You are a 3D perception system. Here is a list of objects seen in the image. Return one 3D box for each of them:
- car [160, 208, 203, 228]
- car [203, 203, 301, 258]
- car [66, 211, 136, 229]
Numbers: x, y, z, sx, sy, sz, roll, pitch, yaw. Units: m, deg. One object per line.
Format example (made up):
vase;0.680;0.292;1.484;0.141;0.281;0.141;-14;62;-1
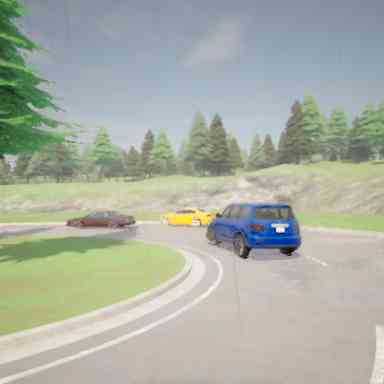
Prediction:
car;-0.341;2.043;27.338;5.008;1.535;1.882;-2;-2;32
car;2.416;1.482;14.281;2.150;2.045;5.566;1;-2;-15
car;-7.179;2.196;26.424;5.357;1.411;2.033;-1;-1;9
